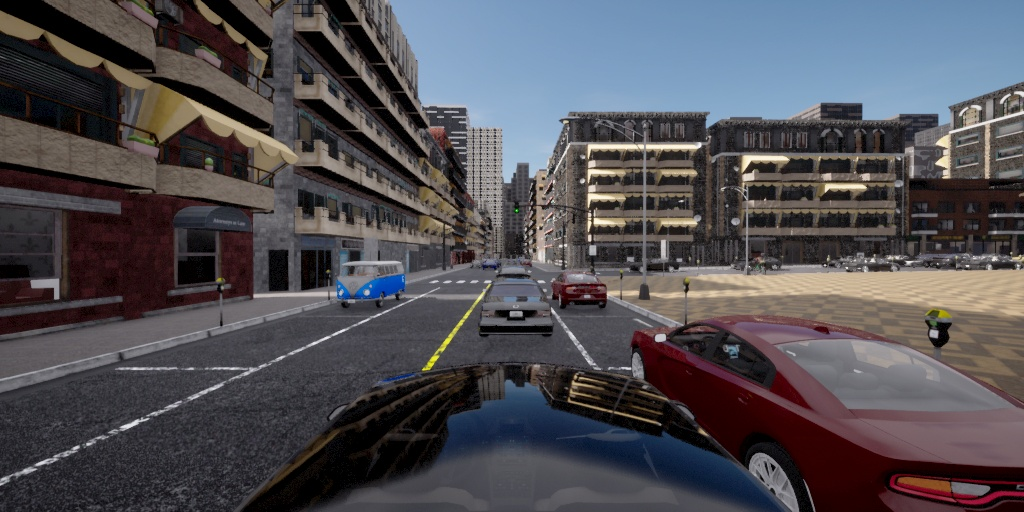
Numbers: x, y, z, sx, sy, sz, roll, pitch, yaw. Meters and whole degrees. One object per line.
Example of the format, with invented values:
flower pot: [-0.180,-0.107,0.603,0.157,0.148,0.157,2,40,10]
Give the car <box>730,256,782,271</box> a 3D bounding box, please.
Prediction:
car: [25.843,0.814,38.079,4.892,1.490,1.837,-1,0,-1]

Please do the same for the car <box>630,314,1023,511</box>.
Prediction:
car: [2.685,1.295,3.836,1.888,1.381,4.507,0,0,0]

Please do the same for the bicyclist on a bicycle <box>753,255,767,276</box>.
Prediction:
bicyclist on a bicycle: [20.186,0.771,29.247,0.582,1.620,1.656,-1,0,-1]

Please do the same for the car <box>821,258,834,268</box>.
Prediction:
car: [37.844,0.666,40.870,4.313,1.339,1.948,0,0,-1]

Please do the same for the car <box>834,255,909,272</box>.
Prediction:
car: [32.412,0.805,32.400,4.403,1.370,2.007,0,0,-1]

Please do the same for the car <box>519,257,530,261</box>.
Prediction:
car: [2.555,1.215,63.887,1.967,1.591,4.097,0,0,0]

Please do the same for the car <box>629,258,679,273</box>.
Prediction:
car: [14.985,0.958,37.904,5.008,1.535,1.882,-1,0,-1]

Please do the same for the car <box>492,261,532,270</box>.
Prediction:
car: [0.061,1.229,20.097,1.882,1.535,5.008,0,0,0]

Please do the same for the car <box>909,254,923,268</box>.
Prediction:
car: [44.863,0.504,38.329,4.902,1.511,2.128,-1,0,0]

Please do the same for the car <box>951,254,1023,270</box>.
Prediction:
car: [43.548,0.631,32.581,4.403,1.370,2.007,0,0,-1]

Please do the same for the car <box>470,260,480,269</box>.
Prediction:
car: [-5.813,1.321,58.346,2.007,1.370,4.403,0,0,0]

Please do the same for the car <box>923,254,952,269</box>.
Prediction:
car: [44.309,0.538,35.231,4.902,1.511,2.128,-1,0,0]

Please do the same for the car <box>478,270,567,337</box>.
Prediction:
car: [0.083,1.298,10.261,2.033,1.411,5.357,0,0,0]

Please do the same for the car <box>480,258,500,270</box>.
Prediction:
car: [-3.201,1.243,52.616,1.882,1.535,5.008,0,0,0]

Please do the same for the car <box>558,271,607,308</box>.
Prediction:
car: [2.661,1.295,14.888,1.888,1.381,4.507,0,0,0]

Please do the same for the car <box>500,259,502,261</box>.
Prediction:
car: [-3.201,1.125,61.776,2.097,1.767,4.553,0,0,0]

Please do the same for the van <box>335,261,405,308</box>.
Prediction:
van: [-5.720,1.091,14.871,1.690,1.789,3.998,0,0,0]
